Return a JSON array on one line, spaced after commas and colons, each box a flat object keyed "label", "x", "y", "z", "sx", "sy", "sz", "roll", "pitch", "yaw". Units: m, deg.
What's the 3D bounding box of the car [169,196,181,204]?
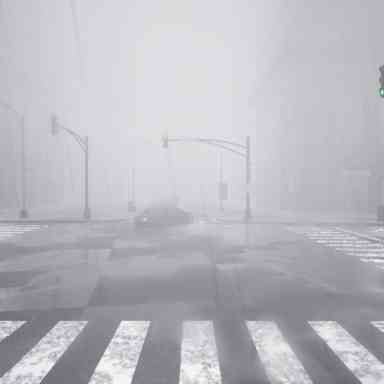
[{"label": "car", "x": -3.068, "y": 1.466, "z": 61.938, "sx": 1.882, "sy": 1.535, "sz": 5.008, "roll": 0, "pitch": 0, "yaw": 1}]

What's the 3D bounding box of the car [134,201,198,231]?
[{"label": "car", "x": -1.607, "y": 1.484, "z": 20.125, "sx": 1.994, "sy": 1.385, "sz": 4.181, "roll": 1, "pitch": 1, "yaw": 31}]

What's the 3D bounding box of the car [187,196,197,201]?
[{"label": "car", "x": -0.021, "y": 1.514, "z": 62.620, "sx": 1.812, "sy": 1.442, "sz": 4.674, "roll": 0, "pitch": 0, "yaw": 0}]

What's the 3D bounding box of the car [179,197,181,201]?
[{"label": "car", "x": -3.115, "y": 1.553, "z": 51.446, "sx": 1.994, "sy": 1.385, "sz": 4.181, "roll": 0, "pitch": 0, "yaw": 1}]

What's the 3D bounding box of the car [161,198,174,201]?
[{"label": "car", "x": -3.123, "y": 1.540, "z": 31.290, "sx": 2.033, "sy": 1.411, "sz": 5.357, "roll": 0, "pitch": 0, "yaw": 0}]

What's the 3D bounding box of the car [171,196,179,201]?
[{"label": "car", "x": -3.128, "y": 1.538, "z": 41.363, "sx": 2.033, "sy": 1.411, "sz": 5.357, "roll": 0, "pitch": 0, "yaw": 0}]
